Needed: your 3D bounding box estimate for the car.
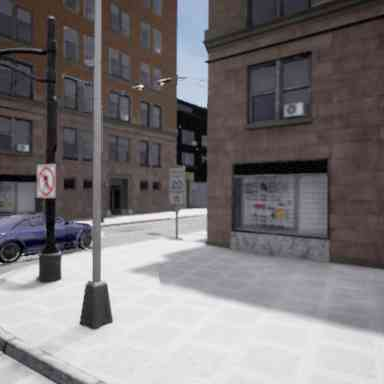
[{"bbox_3d":[-5.275,1.420,11.480,1.994,1.385,4.181,1,1,36],"label":"car"}]
